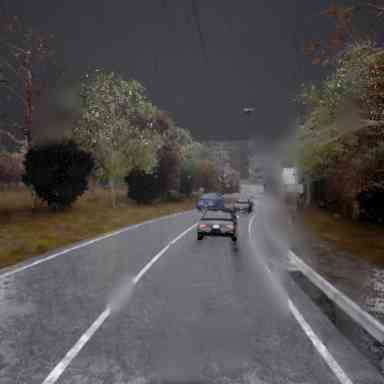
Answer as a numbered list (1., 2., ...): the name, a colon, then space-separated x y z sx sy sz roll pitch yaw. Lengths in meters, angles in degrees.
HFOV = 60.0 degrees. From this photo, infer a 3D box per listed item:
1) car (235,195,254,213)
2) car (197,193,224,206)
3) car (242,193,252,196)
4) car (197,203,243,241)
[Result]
1. car: 5.746 1.484 36.688 2.128 1.511 4.902 2 0 15
2. car: 2.208 1.117 37.849 2.150 2.045 5.566 2 0 16
3. car: 12.705 0.847 77.132 2.097 1.767 4.553 1 1 8
4. car: 1.380 1.526 16.740 2.033 1.411 5.357 1 0 8
